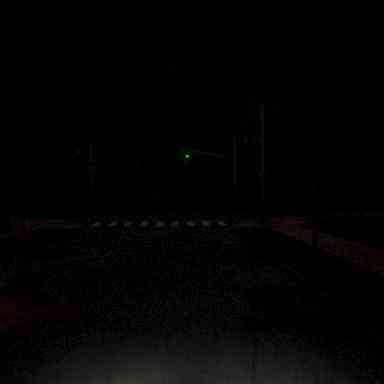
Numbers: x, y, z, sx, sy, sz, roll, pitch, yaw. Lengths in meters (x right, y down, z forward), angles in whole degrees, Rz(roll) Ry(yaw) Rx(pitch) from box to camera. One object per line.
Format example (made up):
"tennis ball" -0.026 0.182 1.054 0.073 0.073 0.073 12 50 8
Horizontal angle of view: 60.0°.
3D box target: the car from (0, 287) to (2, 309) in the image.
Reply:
"car" -3.644 1.514 2.849 1.837 1.490 4.892 0 0 -1
